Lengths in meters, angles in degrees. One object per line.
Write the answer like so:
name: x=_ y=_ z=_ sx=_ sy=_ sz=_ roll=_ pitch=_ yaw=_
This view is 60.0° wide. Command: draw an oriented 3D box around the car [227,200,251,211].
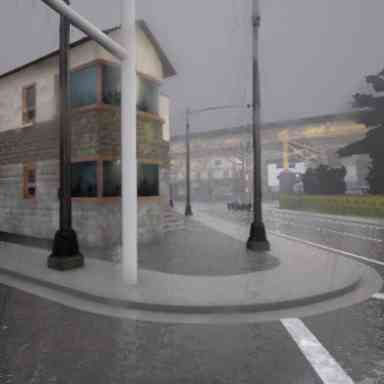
car: x=6.028 y=1.743 z=43.155 sx=1.895 sy=1.301 sz=4.718 roll=0 pitch=0 yaw=-9
